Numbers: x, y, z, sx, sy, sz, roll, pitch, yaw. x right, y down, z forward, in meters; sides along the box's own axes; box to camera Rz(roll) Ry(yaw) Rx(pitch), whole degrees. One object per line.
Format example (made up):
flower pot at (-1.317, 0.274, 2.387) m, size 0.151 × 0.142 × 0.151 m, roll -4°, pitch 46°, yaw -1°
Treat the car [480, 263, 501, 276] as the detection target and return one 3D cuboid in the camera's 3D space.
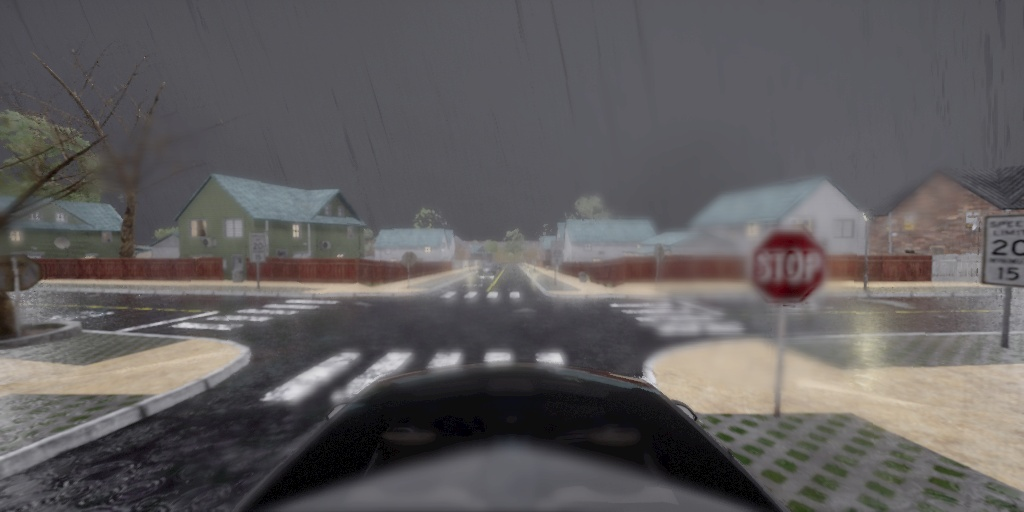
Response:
car at (-2.776, 1.638, 43.547) m, size 2.128 × 1.511 × 4.902 m, roll 0°, pitch -1°, yaw 0°
